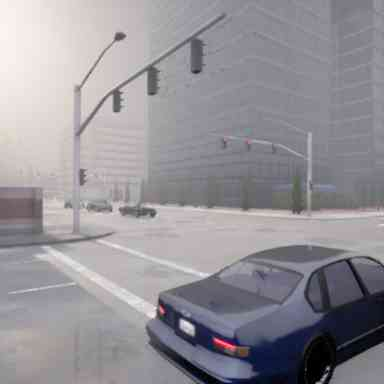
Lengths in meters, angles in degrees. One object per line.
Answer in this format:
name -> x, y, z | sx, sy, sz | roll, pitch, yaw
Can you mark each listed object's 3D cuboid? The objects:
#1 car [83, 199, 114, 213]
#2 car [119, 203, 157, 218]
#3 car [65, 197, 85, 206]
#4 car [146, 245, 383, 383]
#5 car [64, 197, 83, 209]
car -> -10.967, 1.626, 39.580 | 1.837, 1.490, 4.892 | 1, 0, -36
car -> -5.151, 1.718, 31.464 | 1.895, 1.301, 4.718 | 1, 0, -36
car -> -21.289, 1.649, 60.313 | 2.128, 1.511, 4.902 | 1, 0, -36
car -> 1.974, 1.583, 5.218 | 5.357, 1.411, 2.033 | 1, 0, -36
car -> -16.993, 1.616, 48.006 | 2.128, 1.511, 4.902 | 1, 0, -35
